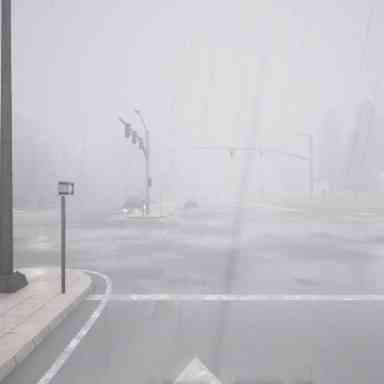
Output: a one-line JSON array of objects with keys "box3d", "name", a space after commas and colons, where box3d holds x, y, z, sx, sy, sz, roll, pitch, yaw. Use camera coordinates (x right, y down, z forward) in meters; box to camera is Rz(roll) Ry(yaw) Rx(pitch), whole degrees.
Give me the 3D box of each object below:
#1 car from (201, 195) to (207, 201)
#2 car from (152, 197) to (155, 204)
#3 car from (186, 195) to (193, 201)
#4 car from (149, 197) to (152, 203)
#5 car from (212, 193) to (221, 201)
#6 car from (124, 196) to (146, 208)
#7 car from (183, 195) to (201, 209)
[{"box3d": [2.807, 1.524, 85.860, 1.812, 1.442, 4.674, 0, 0, -1], "name": "car"}, {"box3d": [-8.430, 1.601, 65.690, 1.895, 1.301, 4.718, 0, 0, 0], "name": "car"}, {"box3d": [-0.693, 1.500, 85.801, 1.837, 1.490, 4.892, 0, 0, -1], "name": "car"}, {"box3d": [-8.340, 1.505, 55.746, 1.837, 1.490, 4.892, 0, 0, -1], "name": "car"}, {"box3d": [6.307, 1.225, 85.865, 2.150, 2.045, 5.566, 0, 0, -1], "name": "car"}, {"box3d": [-8.220, 1.352, 46.712, 2.097, 1.767, 4.553, 0, 0, -1], "name": "car"}, {"box3d": [-0.094, 1.526, 44.757, 1.812, 1.442, 4.674, 0, 0, -1], "name": "car"}]
